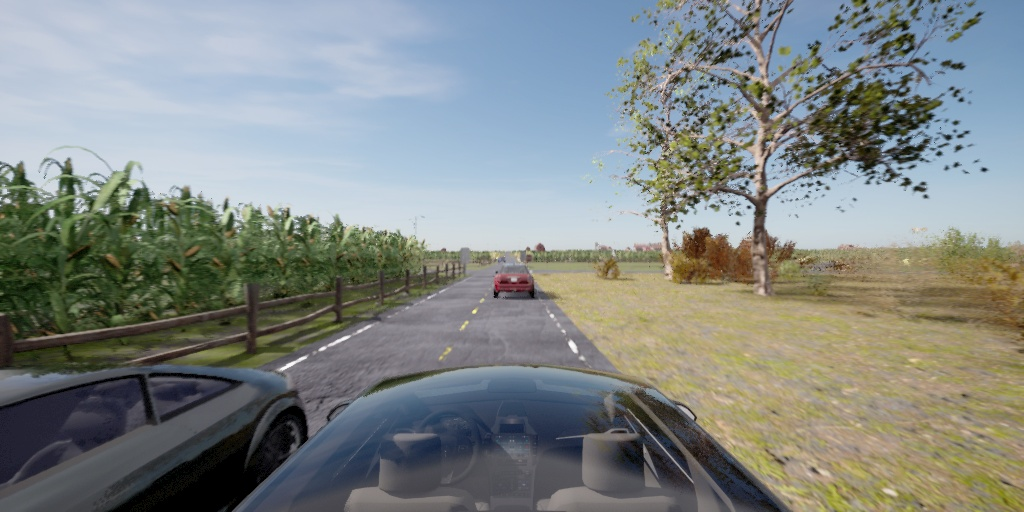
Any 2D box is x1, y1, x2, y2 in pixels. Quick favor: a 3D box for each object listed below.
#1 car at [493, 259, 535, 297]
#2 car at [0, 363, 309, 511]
[{"bbox_3d":[0.094,1.187,19.676,2.097,1.767,4.553,0,0,0],"label":"car"},{"bbox_3d":[-2.852,1.313,1.570,1.994,1.385,4.181,0,0,0],"label":"car"}]
